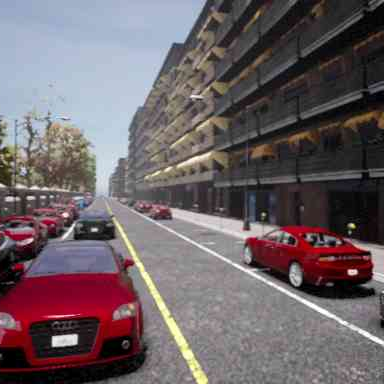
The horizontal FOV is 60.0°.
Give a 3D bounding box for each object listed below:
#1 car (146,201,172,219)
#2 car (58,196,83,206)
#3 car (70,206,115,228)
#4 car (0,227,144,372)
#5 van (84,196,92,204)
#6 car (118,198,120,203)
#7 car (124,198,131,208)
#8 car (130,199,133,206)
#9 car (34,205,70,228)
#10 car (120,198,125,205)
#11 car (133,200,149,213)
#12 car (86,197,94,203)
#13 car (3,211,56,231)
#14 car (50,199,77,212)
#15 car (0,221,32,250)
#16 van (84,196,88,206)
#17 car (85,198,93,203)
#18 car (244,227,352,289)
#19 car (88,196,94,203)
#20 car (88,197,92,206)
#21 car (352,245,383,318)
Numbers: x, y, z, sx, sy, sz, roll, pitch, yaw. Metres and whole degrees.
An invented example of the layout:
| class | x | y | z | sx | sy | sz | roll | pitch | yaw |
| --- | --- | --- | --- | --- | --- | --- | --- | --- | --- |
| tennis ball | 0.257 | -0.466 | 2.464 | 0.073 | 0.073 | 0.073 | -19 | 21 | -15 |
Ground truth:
| class | x | y | z | sx | sy | sz | roll | pitch | yaw |
| --- | --- | --- | --- | --- | --- | --- | --- | --- | --- |
| car | -2.940 | 1.832 | 31.250 | 1.802 | 1.307 | 4.206 | 1 | -1 | -15 |
| car | -11.022 | 1.456 | 29.050 | 2.192 | 1.841 | 5.009 | 1 | -1 | -15 |
| car | -5.196 | 1.660 | 17.913 | 1.994 | 1.385 | 4.181 | 1 | -1 | -15 |
| car | -2.022 | 1.592 | 5.878 | 1.994 | 1.385 | 4.181 | 1 | -1 | -15 |
| van | -24.347 | 1.835 | 77.937 | 1.690 | 1.788 | 3.998 | 1 | -1 | -15 |
| car | -16.308 | 2.130 | 80.303 | 1.752 | 1.417 | 4.829 | 1 | -1 | -15 |
| car | -10.343 | 2.005 | 58.411 | 1.947 | 1.339 | 4.313 | 1 | -1 | -15 |
| car | -7.382 | 1.944 | 47.547 | 1.802 | 1.307 | 4.206 | 1 | -1 | -15 |
| car | -8.064 | 1.612 | 18.185 | 1.887 | 1.381 | 4.507 | 1 | -1 | -15 |
| car | -13.302 | 1.959 | 69.276 | 1.967 | 1.590 | 4.097 | 1 | -1 | -15 |
| car | -5.900 | 1.765 | 42.116 | 1.967 | 1.590 | 4.097 | 1 | -1 | -15 |
| car | -27.310 | 2.126 | 88.800 | 1.887 | 1.381 | 4.507 | 1 | -1 | -15 |
| car | -6.584 | 1.617 | 12.754 | 1.802 | 1.307 | 4.206 | 1 | -1 | -15 |
| car | -9.542 | 1.543 | 23.616 | 1.967 | 1.590 | 4.097 | 1 | -1 | -15 |
| car | -5.103 | 1.572 | 7.322 | 1.947 | 1.339 | 4.313 | 1 | -1 | -15 |
| van | -15.464 | 1.594 | 45.346 | 1.690 | 1.788 | 3.998 | 1 | -1 | -15 |
| car | -25.830 | 2.119 | 83.367 | 1.802 | 1.307 | 4.206 | 1 | -1 | -15 |
| car | 2.982 | 1.660 | 9.524 | 1.887 | 1.381 | 4.507 | 1 | -1 | -15 |
| car | -21.385 | 1.724 | 67.074 | 2.192 | 1.841 | 5.009 | 1 | -1 | -15 |
| car | -18.428 | 1.895 | 56.208 | 1.947 | 1.339 | 4.313 | 1 | -1 | -15 |
| car | 4.462 | 1.637 | 4.092 | 2.008 | 1.369 | 4.403 | 1 | -1 | -15 |
